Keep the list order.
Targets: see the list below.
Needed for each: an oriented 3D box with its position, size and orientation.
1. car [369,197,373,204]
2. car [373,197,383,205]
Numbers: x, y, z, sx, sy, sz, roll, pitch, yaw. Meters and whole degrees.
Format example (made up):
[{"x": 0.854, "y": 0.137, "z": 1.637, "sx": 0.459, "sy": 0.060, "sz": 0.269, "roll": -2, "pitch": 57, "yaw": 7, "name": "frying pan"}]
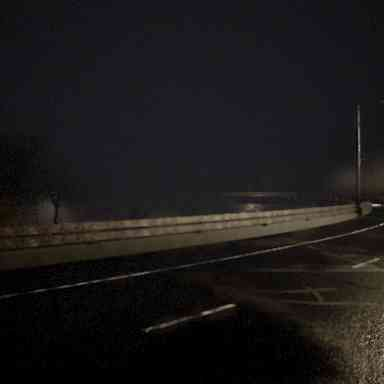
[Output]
[{"x": 38.220, "y": 1.754, "z": 69.716, "sx": 1.812, "sy": 1.442, "sz": 4.674, "roll": 0, "pitch": 0, "yaw": 10, "name": "car"}, {"x": 36.536, "y": 1.753, "z": 63.011, "sx": 1.994, "sy": 1.385, "sz": 4.181, "roll": 0, "pitch": 0, "yaw": 15, "name": "car"}]
